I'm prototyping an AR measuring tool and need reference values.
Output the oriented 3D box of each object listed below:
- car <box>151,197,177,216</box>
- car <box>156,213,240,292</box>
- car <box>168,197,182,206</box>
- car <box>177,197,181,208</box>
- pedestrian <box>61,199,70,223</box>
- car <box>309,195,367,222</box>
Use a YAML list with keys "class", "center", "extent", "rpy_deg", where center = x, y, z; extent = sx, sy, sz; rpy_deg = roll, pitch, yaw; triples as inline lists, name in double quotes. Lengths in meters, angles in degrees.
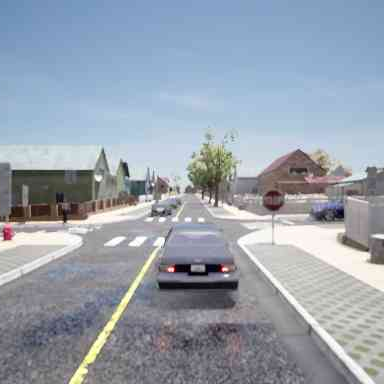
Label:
- class: "car"
  center: [-2.842, 1.475, 31.982]
  extent: [2.128, 1.511, 4.902]
  rpy_deg: [0, 0, 0]
- class: "car"
  center: [0.074, 1.544, 9.044]
  extent: [2.033, 1.411, 5.357]
  rpy_deg: [0, 0, -1]
- class: "car"
  center: [-2.816, 1.526, 55.313]
  extent: [1.994, 1.385, 4.181]
  rpy_deg: [0, 0, 0]
- class: "car"
  center: [-2.834, 1.521, 44.038]
  extent: [2.033, 1.411, 5.357]
  rpy_deg: [0, 0, 0]
- class: "pedestrian"
  center: [-9.690, 1.446, 25.366]
  extent: [0.375, 1.860, 0.375]
  rpy_deg: [0, 0, 0]
- class: "car"
  center: [10.391, 1.053, 22.646]
  extent: [4.553, 1.767, 2.097]
  rpy_deg: [-2, -1, 2]
